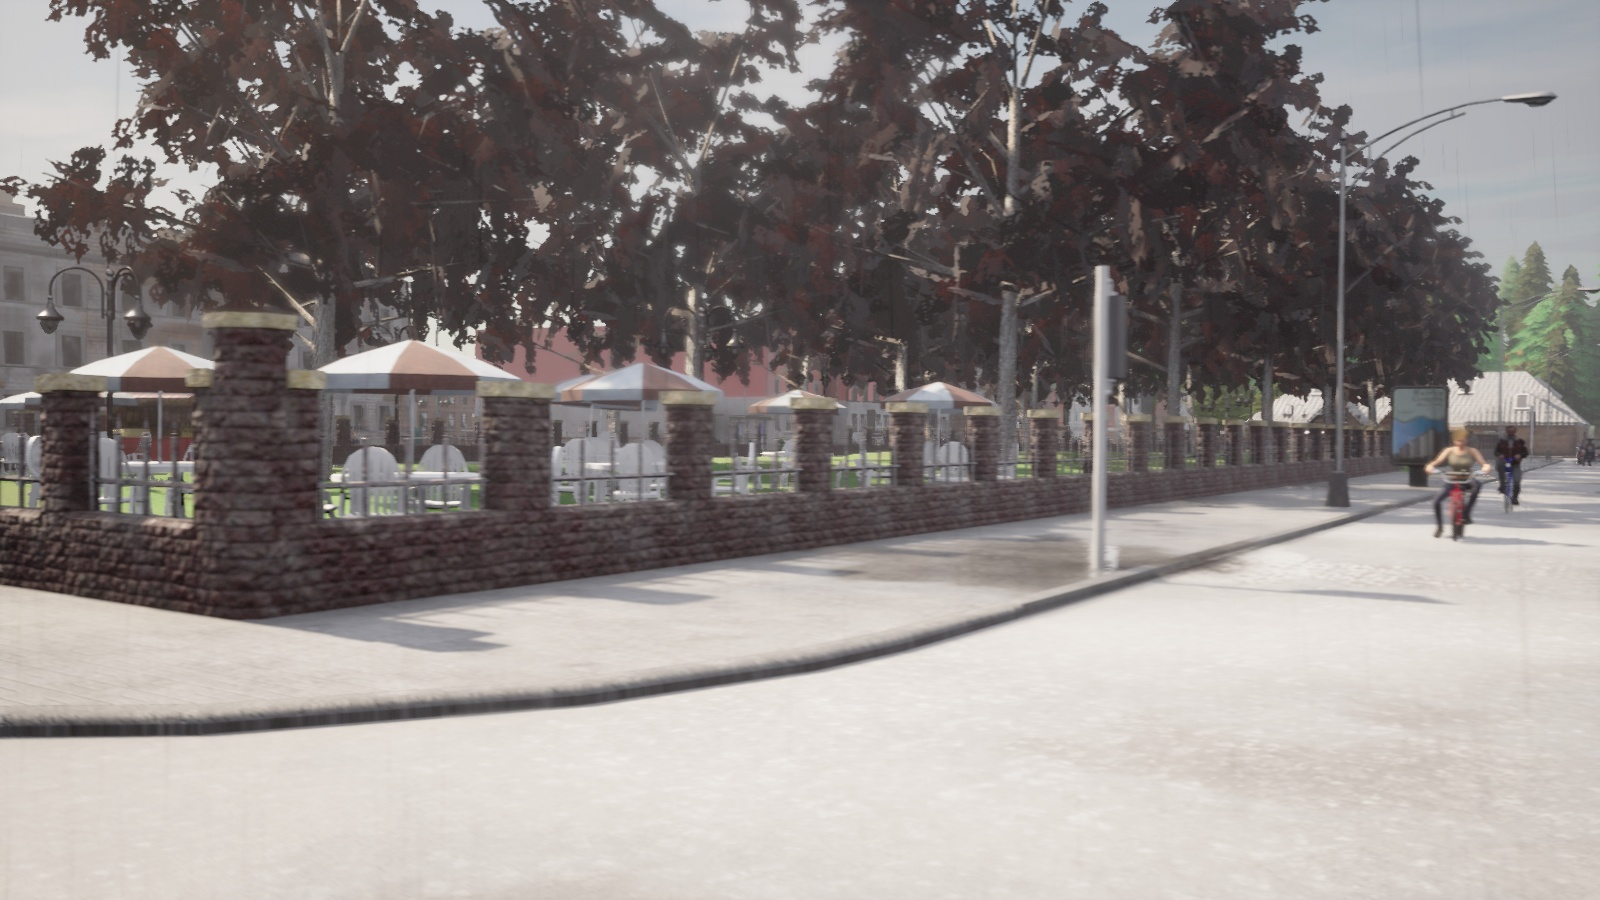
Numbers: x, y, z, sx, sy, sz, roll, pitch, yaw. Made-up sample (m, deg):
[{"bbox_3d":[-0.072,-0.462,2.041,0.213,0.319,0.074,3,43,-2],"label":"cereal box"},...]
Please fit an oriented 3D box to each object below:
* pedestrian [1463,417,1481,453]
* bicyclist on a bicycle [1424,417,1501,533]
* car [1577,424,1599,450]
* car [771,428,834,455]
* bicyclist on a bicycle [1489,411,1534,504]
[{"bbox_3d":[35.861,-0.799,67.022,0.659,1.952,0.873,0,1,42],"label":"pedestrian"},{"bbox_3d":[9.623,0.332,18.225,0.866,1.612,1.509,0,1,33],"label":"bicyclist on a bicycle"},{"bbox_3d":[48.721,-0.783,77.019,1.789,1.549,3.705,0,1,32],"label":"car"},{"bbox_3d":[0.216,-0.583,85.805,2.097,1.767,4.553,0,1,34],"label":"car"},{"bbox_3d":[14.139,0.133,24.933,0.659,1.776,1.843,0,1,34],"label":"bicyclist on a bicycle"}]
